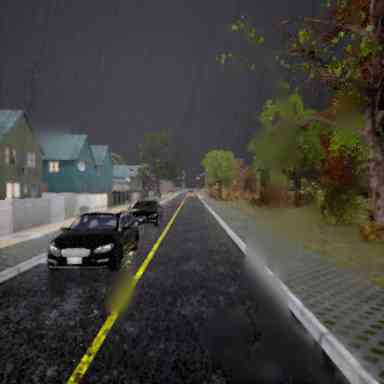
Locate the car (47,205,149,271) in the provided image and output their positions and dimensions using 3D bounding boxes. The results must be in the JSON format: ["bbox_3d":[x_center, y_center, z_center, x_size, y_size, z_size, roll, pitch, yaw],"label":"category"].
[{"bbox_3d":[-2.863,1.383,10.552,2.128,1.511,4.902,0,1,0],"label":"car"}]

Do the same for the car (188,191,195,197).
[{"bbox_3d":[-0.171,0.427,90.775,1.837,1.490,4.892,0,1,0],"label":"car"}]

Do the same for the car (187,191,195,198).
[{"bbox_3d":[-0.151,0.605,80.342,1.882,1.535,5.008,0,1,0],"label":"car"}]

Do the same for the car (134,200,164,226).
[{"bbox_3d":[-2.874,1.281,21.140,1.837,1.490,4.892,0,1,0],"label":"car"}]
